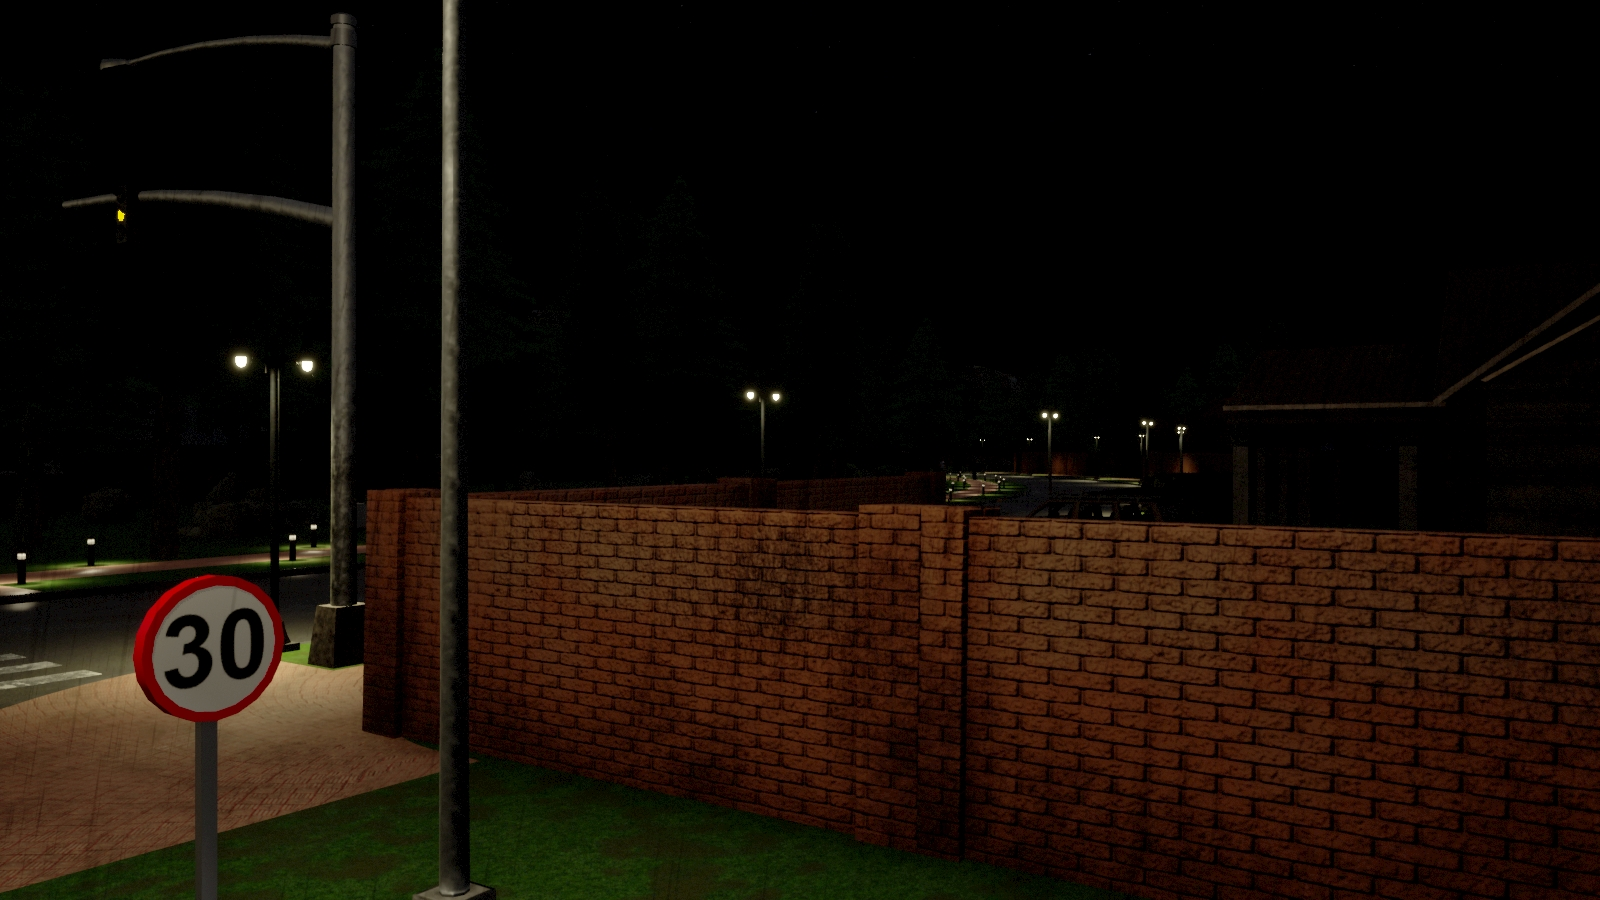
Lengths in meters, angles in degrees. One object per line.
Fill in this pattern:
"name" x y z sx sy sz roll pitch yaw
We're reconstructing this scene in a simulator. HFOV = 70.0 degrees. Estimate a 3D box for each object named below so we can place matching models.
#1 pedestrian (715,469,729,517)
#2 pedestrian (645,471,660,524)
"pedestrian" -3.019 1.662 44.318 0.375 1.860 0.375 0 0 38
"pedestrian" -5.171 1.665 40.174 0.375 1.860 0.375 0 0 31
